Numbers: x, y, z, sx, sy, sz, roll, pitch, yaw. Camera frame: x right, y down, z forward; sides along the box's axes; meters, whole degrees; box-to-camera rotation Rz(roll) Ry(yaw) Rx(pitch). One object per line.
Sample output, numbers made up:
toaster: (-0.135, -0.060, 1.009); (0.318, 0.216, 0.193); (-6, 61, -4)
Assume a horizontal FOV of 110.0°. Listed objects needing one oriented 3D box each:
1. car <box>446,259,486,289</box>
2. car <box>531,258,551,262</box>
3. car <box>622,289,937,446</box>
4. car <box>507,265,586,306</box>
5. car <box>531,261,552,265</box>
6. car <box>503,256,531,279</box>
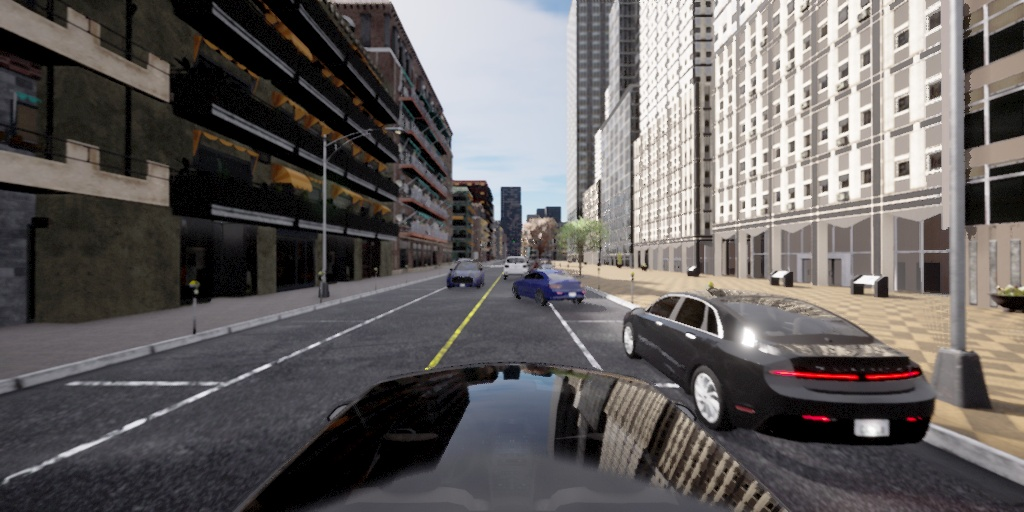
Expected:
car: (-2.920, 1.159, 23.465); (2.097, 1.767, 4.553); (0, 0, 1)
car: (2.976, 1.160, 36.012); (2.192, 1.841, 5.009); (0, 0, 0)
car: (3.174, 1.264, 5.566); (1.837, 1.490, 4.892); (0, 0, 0)
car: (1.534, 1.313, 15.968); (1.812, 1.442, 4.674); (0, 0, -20)
car: (2.929, 1.379, 30.489); (2.007, 1.370, 4.403); (0, 0, 0)
car: (0.350, 1.061, 33.886); (2.150, 2.045, 5.566); (0, 0, 1)
